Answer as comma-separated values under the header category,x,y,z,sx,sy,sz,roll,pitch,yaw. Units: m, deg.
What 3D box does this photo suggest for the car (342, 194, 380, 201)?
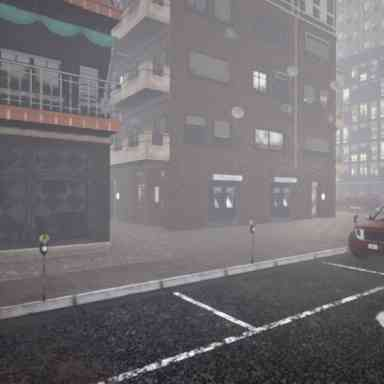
category,x,y,z,sx,sy,sz,roll,pitch,yaw
car,19.302,1.098,38.916,2.192,1.841,5.009,1,0,-36

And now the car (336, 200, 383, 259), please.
category,x,y,z,sx,sy,sz,roll,pitch,yaw
car,7.448,1.313,11.386,5.009,1.841,2.192,0,0,-35

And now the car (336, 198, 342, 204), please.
category,x,y,z,sx,sy,sz,roll,pitch,yaw
car,12.688,1.322,34.164,1.802,1.307,4.206,1,0,-36
